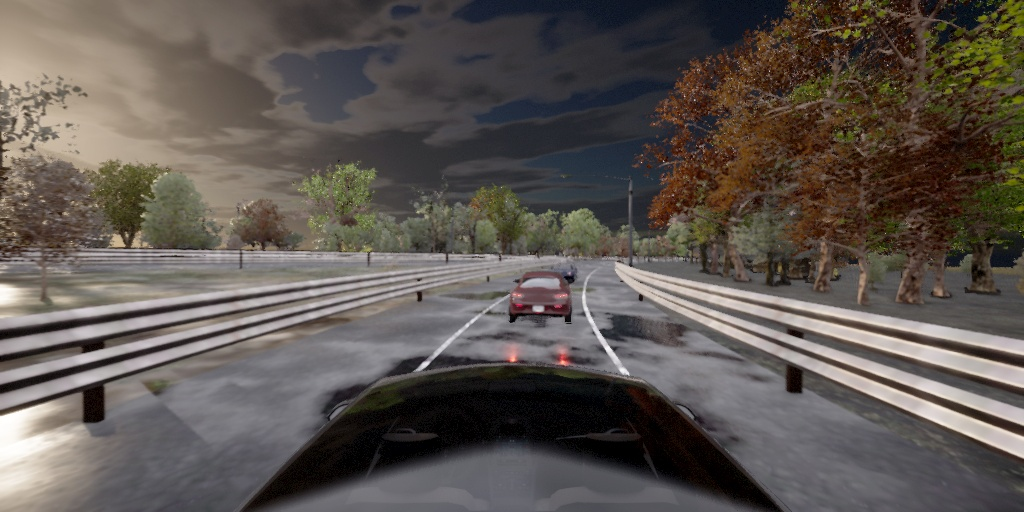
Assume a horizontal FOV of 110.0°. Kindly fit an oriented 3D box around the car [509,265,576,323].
[{"bbox_3d":[1.011,1.213,11.779,1.812,1.442,4.674,0,0,8],"label":"car"}]

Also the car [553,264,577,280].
[{"bbox_3d":[3.778,1.207,26.412,1.895,1.301,4.718,0,0,13],"label":"car"}]
